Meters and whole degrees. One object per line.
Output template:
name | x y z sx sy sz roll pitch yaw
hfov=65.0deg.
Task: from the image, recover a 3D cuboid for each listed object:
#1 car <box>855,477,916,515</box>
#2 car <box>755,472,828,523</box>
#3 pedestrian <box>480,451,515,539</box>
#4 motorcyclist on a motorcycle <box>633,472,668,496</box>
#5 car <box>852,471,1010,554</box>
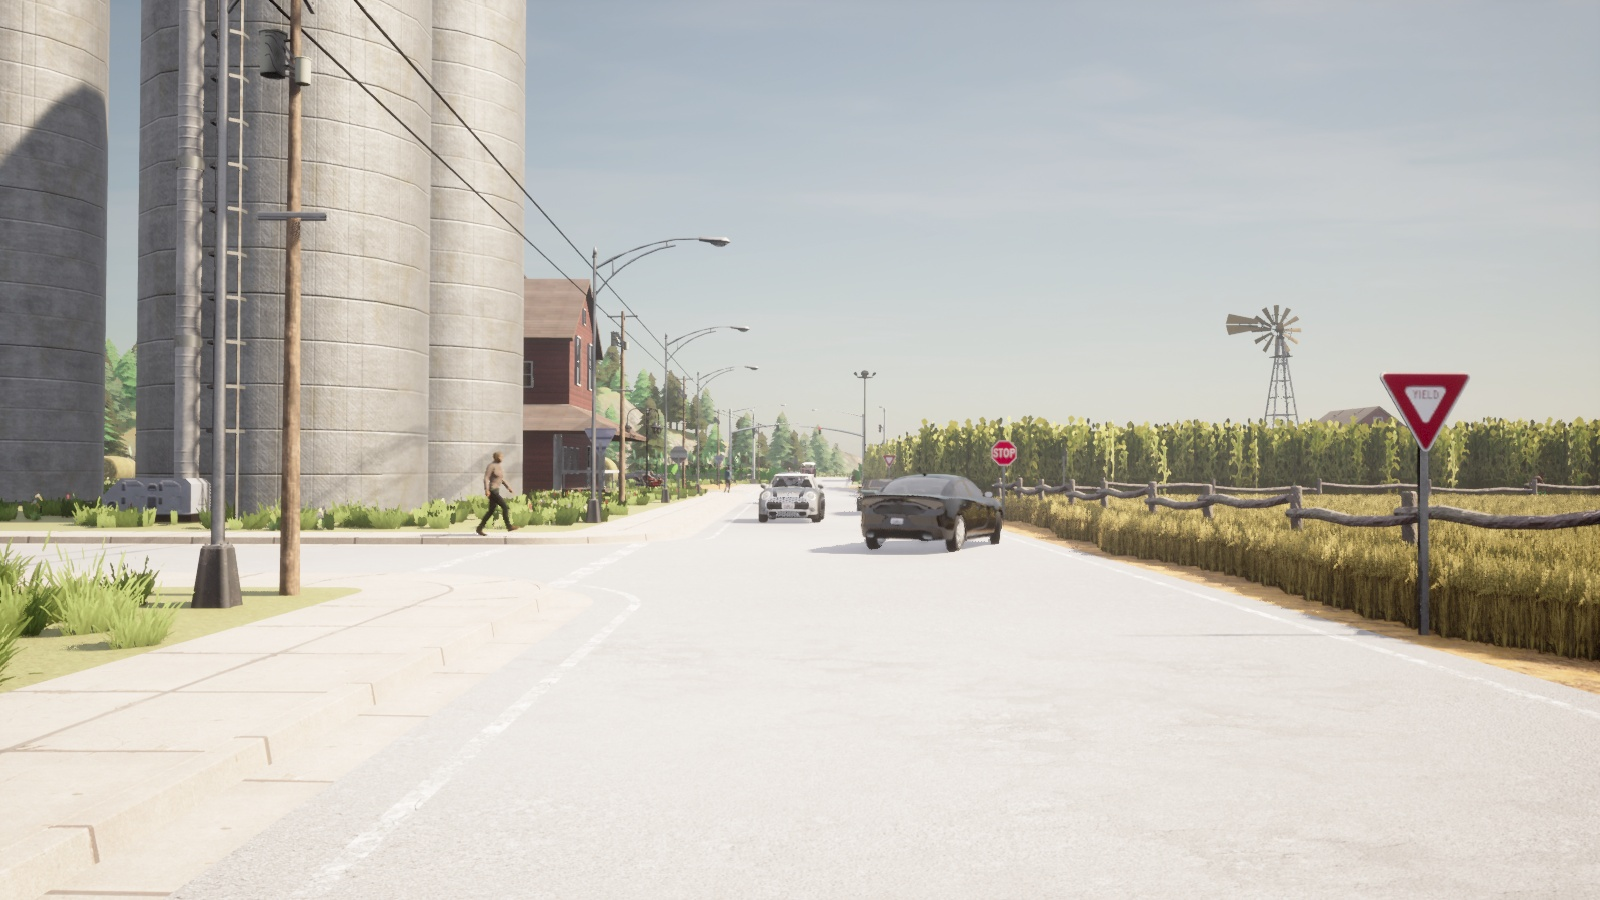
car | 3.091 1.680 46.377 1.895 1.301 4.718 0 -1 0
car | -0.214 1.433 38.912 1.970 1.475 3.806 0 -1 4
pedestrian | -6.399 0.940 26.543 0.634 1.846 0.331 0 -1 13
motorcyclist on a motorcycle | -9.861 2.248 82.695 2.191 1.530 0.866 0 -1 -1
car | 2.866 1.220 26.240 1.882 1.535 5.008 0 -1 23
